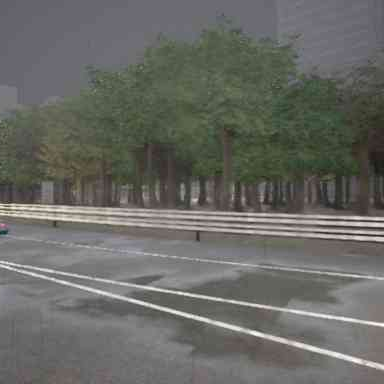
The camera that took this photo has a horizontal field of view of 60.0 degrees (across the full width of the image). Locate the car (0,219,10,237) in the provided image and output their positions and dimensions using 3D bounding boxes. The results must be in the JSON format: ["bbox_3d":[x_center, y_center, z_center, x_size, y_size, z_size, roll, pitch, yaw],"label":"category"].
[{"bbox_3d":[-10.914,1.558,16.005,5.357,1.411,2.033,0,0,35],"label":"car"}]
